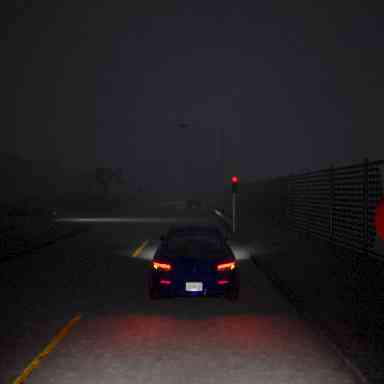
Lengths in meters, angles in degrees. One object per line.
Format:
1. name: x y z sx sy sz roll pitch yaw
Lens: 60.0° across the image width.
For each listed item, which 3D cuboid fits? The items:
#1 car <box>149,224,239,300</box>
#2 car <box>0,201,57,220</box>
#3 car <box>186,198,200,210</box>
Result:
1. car: 0.058 1.526 8.244 1.812 1.442 4.674 0 0 1
2. car: -13.567 1.491 27.004 4.902 1.511 2.128 0 0 1
3. car: 0.140 1.505 43.857 1.837 1.490 4.892 0 0 0
